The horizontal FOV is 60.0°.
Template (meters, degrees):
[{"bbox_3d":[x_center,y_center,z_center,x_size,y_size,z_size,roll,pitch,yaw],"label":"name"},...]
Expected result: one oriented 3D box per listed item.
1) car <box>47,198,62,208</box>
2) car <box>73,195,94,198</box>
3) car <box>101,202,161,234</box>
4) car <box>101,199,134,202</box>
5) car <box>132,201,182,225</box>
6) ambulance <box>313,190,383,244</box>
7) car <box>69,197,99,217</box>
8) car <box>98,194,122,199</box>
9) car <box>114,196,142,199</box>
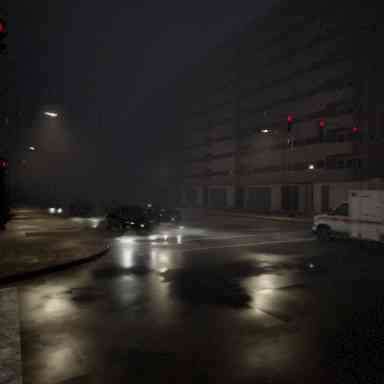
[{"bbox_3d":[-21.574,1.660,52.150,2.128,1.511,4.902,1,-1,-29],"label":"car"},{"bbox_3d":[-17.322,1.411,51.663,2.150,2.045,5.566,1,-1,-29],"label":"car"},{"bbox_3d":[-3.832,1.568,20.008,1.837,1.490,4.892,1,0,-29],"label":"car"},{"bbox_3d":[-7.752,1.697,34.297,1.994,1.385,4.181,1,-1,-29],"label":"car"},{"bbox_3d":[-2.486,1.593,24.812,2.128,1.511,4.902,1,0,-29],"label":"car"},{"bbox_3d":[7.935,1.127,13.384,2.351,2.431,6.366,1,0,-29],"label":"ambulance"},{"bbox_3d":[-10.751,1.581,32.484,1.882,1.535,5.008,1,0,-29],"label":"car"},{"bbox_3d":[-15.439,1.492,62.748,2.150,2.045,5.566,1,0,-29],"label":"car"},{"bbox_3d":[-10.445,1.790,53.855,2.033,1.411,5.357,1,0,-28],"label":"car"}]
